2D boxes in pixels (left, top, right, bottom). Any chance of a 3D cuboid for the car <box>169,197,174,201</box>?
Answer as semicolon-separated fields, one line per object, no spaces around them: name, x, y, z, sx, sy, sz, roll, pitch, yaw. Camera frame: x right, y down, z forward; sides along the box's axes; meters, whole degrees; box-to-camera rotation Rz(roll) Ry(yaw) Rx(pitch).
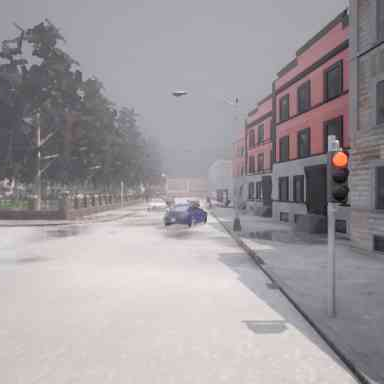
car;-4.056;1.601;49.026;1.895;1.301;4.718;0;0;0

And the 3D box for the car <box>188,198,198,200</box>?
car;0.141;1.601;50.595;1.895;1.301;4.718;0;0;0

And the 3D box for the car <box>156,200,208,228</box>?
car;-0.357;1.526;22.176;1.812;1.442;4.674;1;0;20

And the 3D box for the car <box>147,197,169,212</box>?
car;-4.055;1.526;38.931;1.812;1.442;4.674;0;0;0
